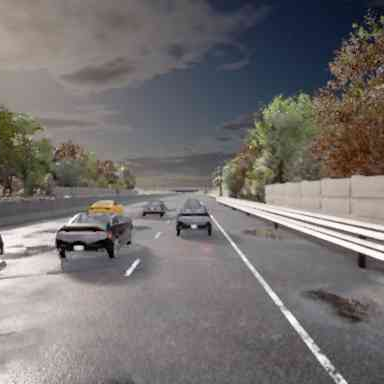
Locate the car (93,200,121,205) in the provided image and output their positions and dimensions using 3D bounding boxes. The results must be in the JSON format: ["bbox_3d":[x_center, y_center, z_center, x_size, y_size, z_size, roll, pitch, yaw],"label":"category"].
[{"bbox_3d":[-6.903,1.425,27.119,1.882,1.535,5.008,0,0,0],"label":"car"}]

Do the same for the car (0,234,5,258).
[{"bbox_3d":[-6.902,1.470,8.698,2.128,1.511,4.902,0,0,0],"label":"car"}]

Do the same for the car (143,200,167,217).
[{"bbox_3d":[-3.401,1.490,30.860,2.033,1.411,5.357,0,0,0],"label":"car"}]

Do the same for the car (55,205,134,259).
[{"bbox_3d":[-3.405,1.462,12.424,2.128,1.511,4.902,0,0,0],"label":"car"}]

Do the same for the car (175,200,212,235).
[{"bbox_3d":[0.098,1.451,18.553,2.128,1.511,4.902,0,0,0],"label":"car"}]
